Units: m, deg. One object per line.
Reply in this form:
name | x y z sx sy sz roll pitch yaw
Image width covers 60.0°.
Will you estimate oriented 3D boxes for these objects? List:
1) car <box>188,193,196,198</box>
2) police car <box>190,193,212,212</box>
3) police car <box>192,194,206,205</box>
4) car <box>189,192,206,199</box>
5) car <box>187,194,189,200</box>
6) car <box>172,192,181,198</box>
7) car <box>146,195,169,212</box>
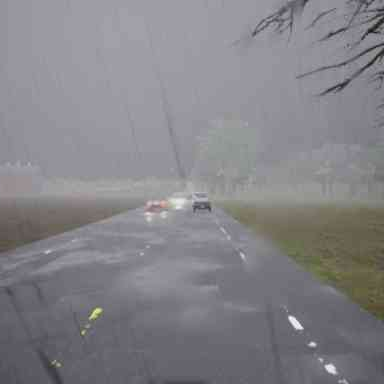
car | -0.015 0.928 88.054 1.895 1.301 4.718 0 1 0
police car | 1.044 1.223 35.434 1.930 1.638 5.238 0 0 0
police car | 1.041 1.116 51.436 1.930 1.638 5.238 0 0 0
car | 1.042 0.957 45.353 2.150 2.045 5.566 0 0 0
car | -0.012 0.988 68.905 2.033 1.411 5.357 0 1 0
car | -3.513 0.646 76.741 1.882 1.535 5.008 0 1 0
car | -3.599 1.148 35.703 2.097 1.767 4.553 0 0 0
